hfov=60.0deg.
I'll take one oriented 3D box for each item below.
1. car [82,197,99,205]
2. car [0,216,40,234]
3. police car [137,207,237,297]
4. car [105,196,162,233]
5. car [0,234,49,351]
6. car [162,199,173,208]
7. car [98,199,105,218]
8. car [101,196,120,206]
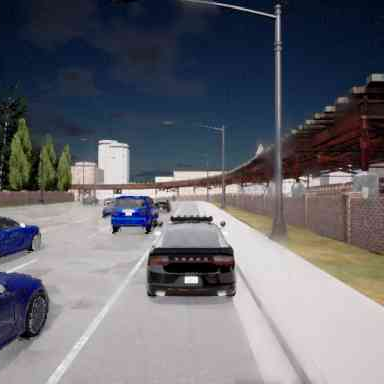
[{"bbox_3d":[-17.397,1.579,57.201,1.837,1.490,4.892,0,0,0],"label":"car"},{"bbox_3d":[-6.796,1.482,10.898,1.882,1.535,5.008,0,0,0],"label":"car"},{"bbox_3d":[-0.012,1.428,8.762,1.930,1.638,5.238,0,0,0],"label":"police car"},{"bbox_3d":[-3.296,1.231,19.960,2.150,2.045,5.566,0,0,0],"label":"car"},{"bbox_3d":[-3.296,1.527,3.631,1.812,1.442,4.674,0,0,0],"label":"car"},{"bbox_3d":[-3.396,1.521,38.261,1.837,1.490,4.892,0,0,0],"label":"car"},{"bbox_3d":[-6.796,1.577,30.494,1.994,1.385,4.181,0,0,0],"label":"car"},{"bbox_3d":[-13.897,1.529,57.197,2.128,1.511,4.902,0,0,0],"label":"car"}]
